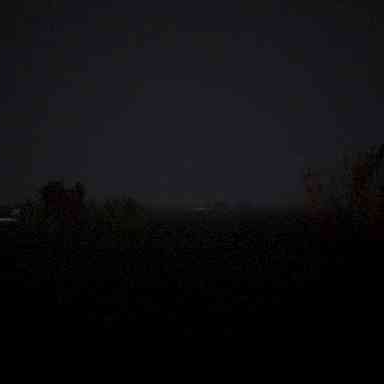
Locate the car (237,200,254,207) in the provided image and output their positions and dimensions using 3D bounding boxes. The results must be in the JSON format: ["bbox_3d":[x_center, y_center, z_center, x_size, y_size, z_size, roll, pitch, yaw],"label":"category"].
[{"bbox_3d":[10.507,2.290,64.986,1.994,1.385,4.181,-1,-1,36],"label":"car"}]

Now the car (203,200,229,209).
[{"bbox_3d":[4.277,2.155,56.322,2.033,1.411,5.357,-1,-1,37],"label":"car"}]

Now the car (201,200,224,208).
[{"bbox_3d":[3.904,2.203,61.819,1.882,1.535,5.008,-1,-2,36],"label":"car"}]

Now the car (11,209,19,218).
[{"bbox_3d":[-16.037,1.879,34.302,1.812,1.442,4.674,-1,-1,36],"label":"car"}]
